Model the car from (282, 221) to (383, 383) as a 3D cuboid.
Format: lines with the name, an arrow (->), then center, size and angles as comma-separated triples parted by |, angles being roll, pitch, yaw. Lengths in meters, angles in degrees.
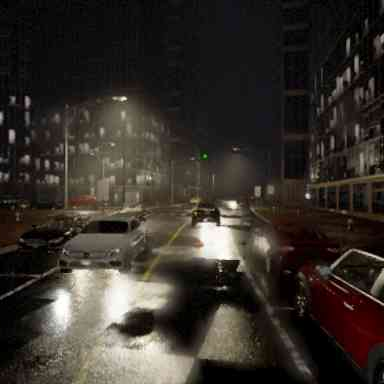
car -> 2.772, 1.436, 4.461 | 1.967, 1.590, 4.097 | 1, 0, 1

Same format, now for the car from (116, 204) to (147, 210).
car -> -4.303, 1.527, 23.752 | 2.008, 1.369, 4.403 | 1, 0, 4

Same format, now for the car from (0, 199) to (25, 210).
car -> -22.692, 1.557, 41.180 | 4.403, 1.369, 2.008 | 0, -1, 13

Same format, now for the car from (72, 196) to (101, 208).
car -> -15.482, 1.435, 47.611 | 5.009, 1.841, 2.192 | 0, -1, 13

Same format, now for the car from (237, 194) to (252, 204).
car -> 9.638, 1.310, 63.263 | 2.192, 1.841, 5.009 | 1, 0, 12

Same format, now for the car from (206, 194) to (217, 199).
car -> 4.623, 1.361, 76.914 | 2.192, 1.841, 5.009 | 1, 0, 14

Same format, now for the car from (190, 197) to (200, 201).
car -> 0.738, 1.535, 60.649 | 1.752, 1.417, 4.829 | 1, 0, 11

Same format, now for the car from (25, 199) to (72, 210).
car -> -17.242, 1.549, 39.927 | 4.313, 1.339, 1.947 | 0, -1, 13

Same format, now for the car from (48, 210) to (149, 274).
car -> -2.546, 1.510, 10.666 | 1.812, 1.442, 4.674 | 0, 0, 3

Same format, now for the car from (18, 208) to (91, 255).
car -> -4.981, 1.533, 12.956 | 2.008, 1.369, 4.403 | 1, 0, 2

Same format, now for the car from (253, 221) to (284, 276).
car -> 2.925, 1.532, 10.102 | 1.887, 1.381, 4.507 | 1, 0, 2

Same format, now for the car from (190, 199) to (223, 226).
car -> 1.037, 1.479, 22.924 | 1.837, 1.490, 4.892 | 0, 0, 5

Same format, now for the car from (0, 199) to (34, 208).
car -> -26.387, 1.718, 50.116 | 4.403, 1.369, 2.008 | 0, -1, 13
